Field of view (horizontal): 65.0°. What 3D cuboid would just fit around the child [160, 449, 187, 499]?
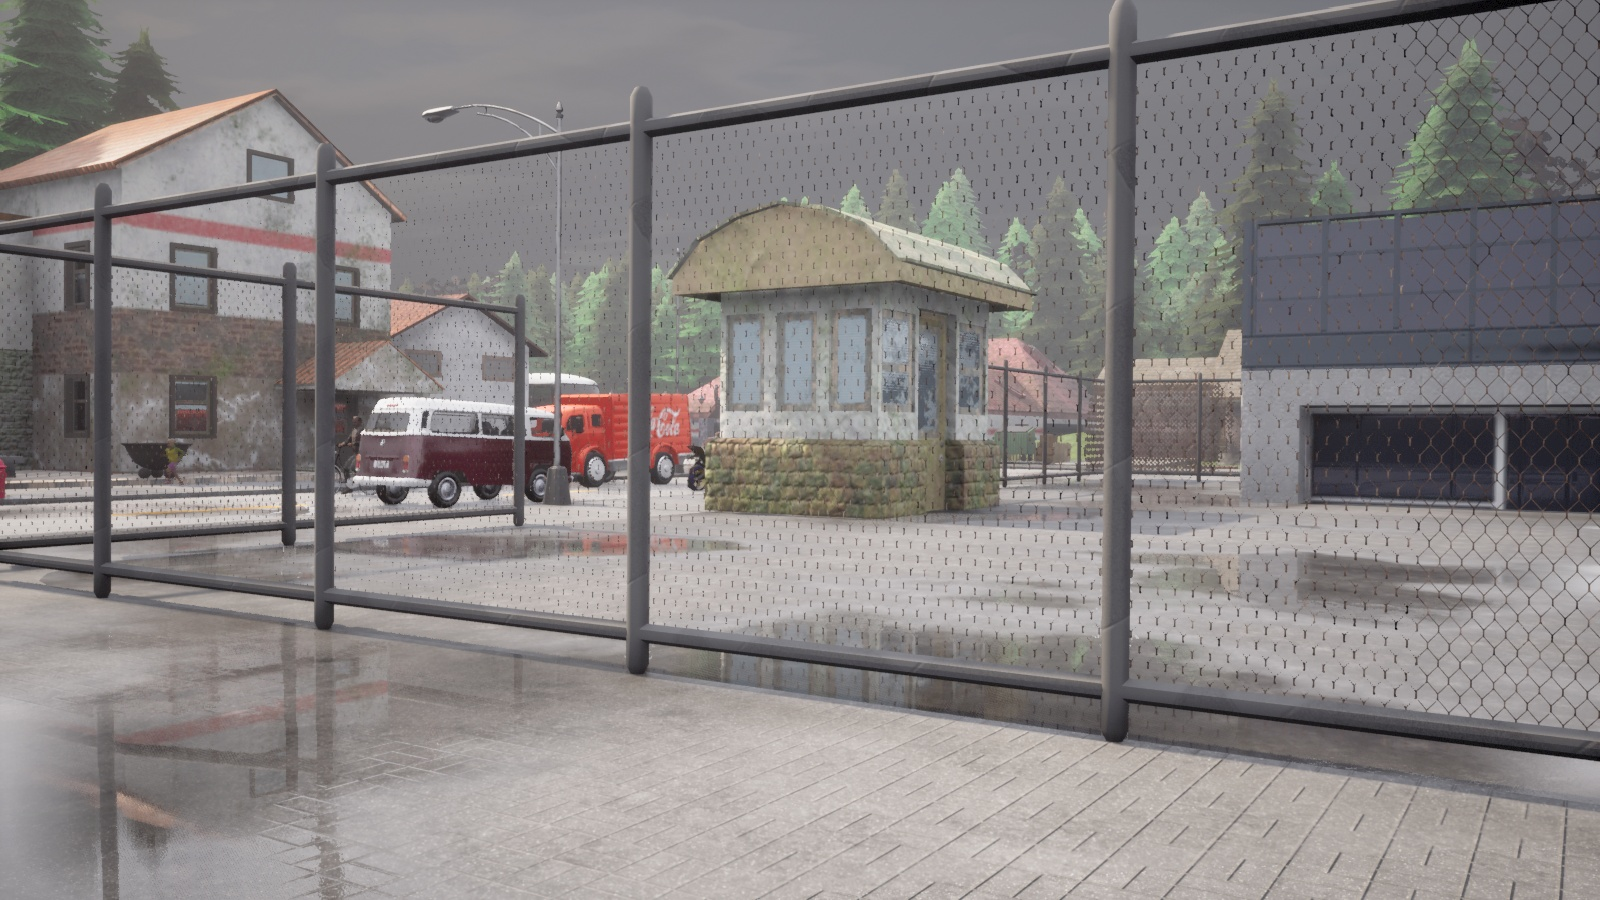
[{"bbox_3d":[-14.558,0.555,29.178,0.299,1.160,0.473,0,1,31],"label":"child"}]

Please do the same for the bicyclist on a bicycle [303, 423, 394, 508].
[{"bbox_3d":[-9.836,0.317,27.427,0.659,1.776,1.843,0,1,32],"label":"bicyclist on a bicycle"}]

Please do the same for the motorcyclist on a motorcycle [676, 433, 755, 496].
[{"bbox_3d":[-2.144,0.346,32.190,0.866,1.530,2.191,0,1,34],"label":"motorcyclist on a motorcycle"}]

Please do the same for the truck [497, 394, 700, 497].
[{"bbox_3d":[-5.399,-0.212,34.443,2.627,2.467,5.204,0,3,32],"label":"truck"}]

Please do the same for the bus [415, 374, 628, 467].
[{"bbox_3d":[-13.741,-1.362,61.640,10.273,4.253,3.944,0,1,31],"label":"bus"}]

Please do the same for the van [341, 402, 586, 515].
[{"bbox_3d":[-6.597,0.162,25.088,2.069,2.038,4.480,0,0,33],"label":"van"}]
